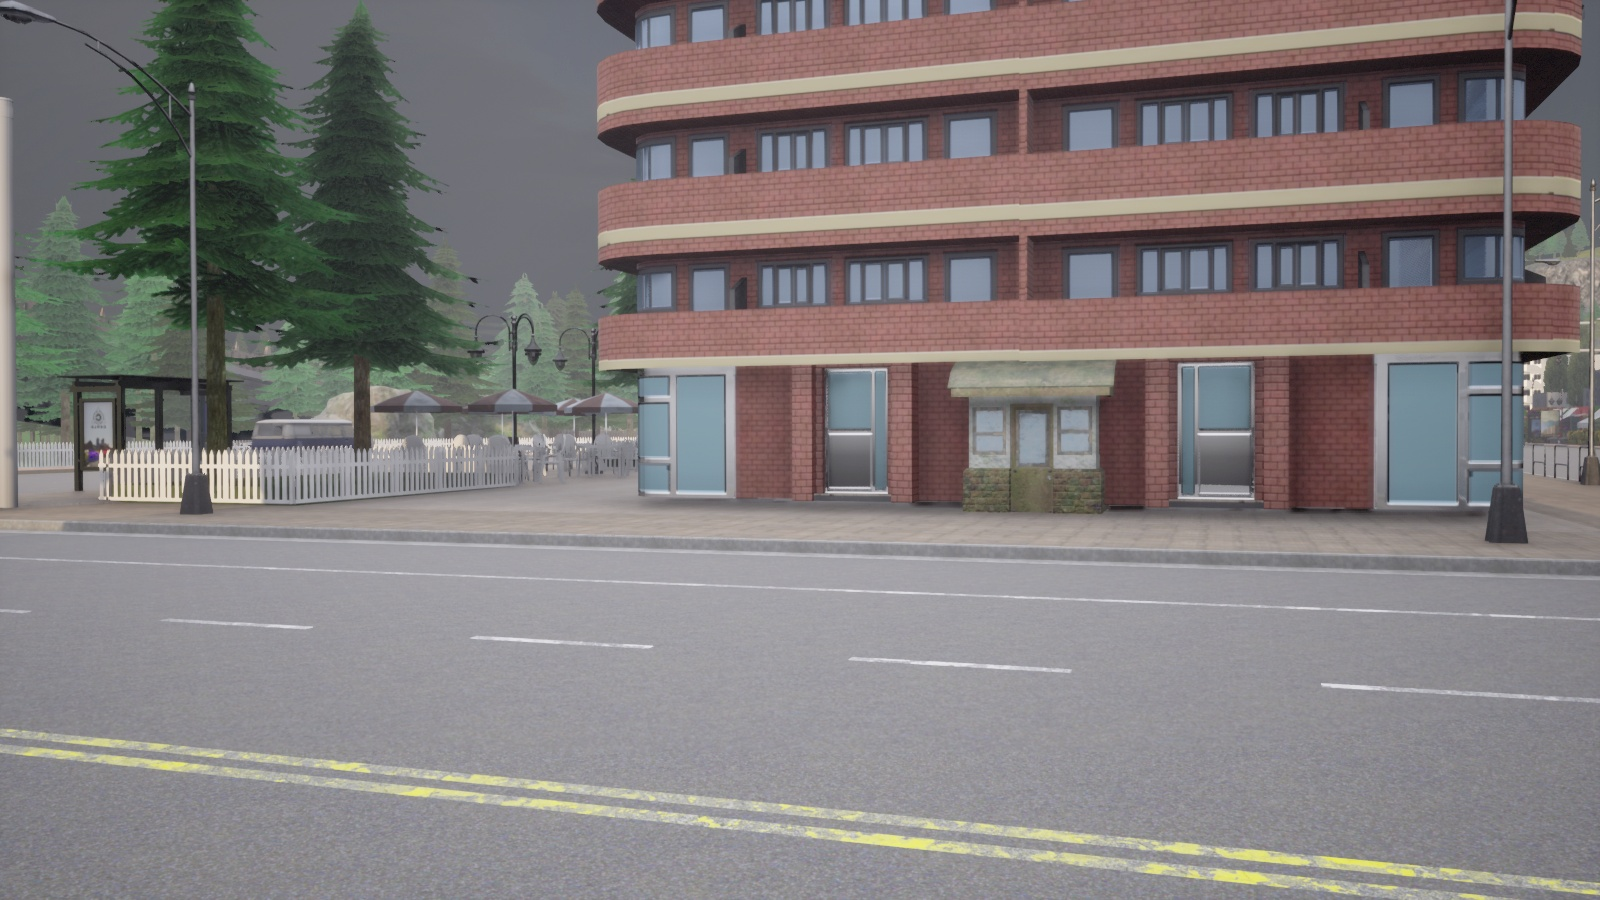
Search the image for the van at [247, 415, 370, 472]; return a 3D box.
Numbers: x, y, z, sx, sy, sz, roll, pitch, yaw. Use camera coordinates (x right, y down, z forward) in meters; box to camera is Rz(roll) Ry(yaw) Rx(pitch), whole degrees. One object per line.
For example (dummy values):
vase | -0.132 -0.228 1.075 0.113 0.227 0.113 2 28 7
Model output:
van | -17.988 -0.281 46.170 1.775 1.987 4.442 1 1 19
